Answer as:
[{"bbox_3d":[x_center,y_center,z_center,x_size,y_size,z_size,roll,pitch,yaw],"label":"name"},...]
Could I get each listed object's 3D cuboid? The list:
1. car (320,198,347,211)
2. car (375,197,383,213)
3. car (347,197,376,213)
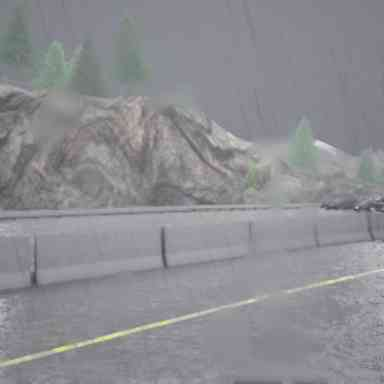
[{"bbox_3d":[16.782,1.354,36.724,5.357,1.411,2.033,0,0,-22],"label":"car"},{"bbox_3d":[19.372,1.359,30.205,4.674,1.442,1.812,0,0,-22],"label":"car"},{"bbox_3d":[18.482,1.325,33.608,4.892,1.490,1.837,0,0,-22],"label":"car"}]
